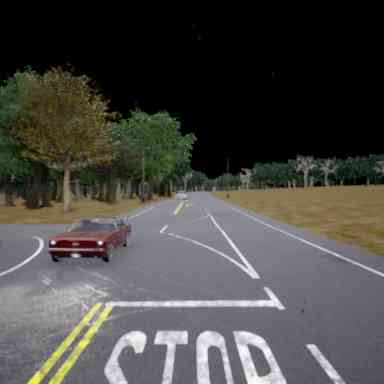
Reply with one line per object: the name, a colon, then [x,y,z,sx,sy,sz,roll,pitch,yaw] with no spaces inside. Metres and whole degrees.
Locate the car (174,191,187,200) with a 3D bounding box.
car: [-2.540,0.799,74.173,2.150,2.045,5.566,0,1,7]

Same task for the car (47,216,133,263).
car: [-3.505,1.597,12.248,1.895,1.301,4.718,0,1,0]
